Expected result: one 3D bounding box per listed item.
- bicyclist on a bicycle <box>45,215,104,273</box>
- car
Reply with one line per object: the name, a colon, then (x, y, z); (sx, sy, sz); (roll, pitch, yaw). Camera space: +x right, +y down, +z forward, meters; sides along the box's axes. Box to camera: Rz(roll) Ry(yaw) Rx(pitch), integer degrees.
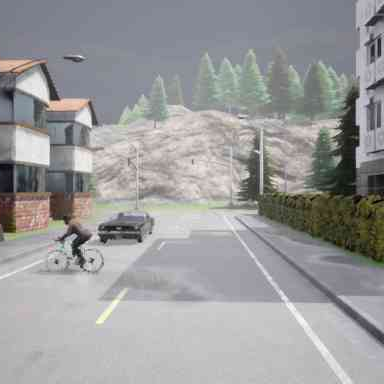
bicyclist on a bicycle: (-3.261, 1.454, 9.169); (1.656, 1.620, 0.582); (-2, 0, 2)
car: (-3.023, 1.601, 16.229); (1.895, 1.301, 4.718); (0, 0, 1)
